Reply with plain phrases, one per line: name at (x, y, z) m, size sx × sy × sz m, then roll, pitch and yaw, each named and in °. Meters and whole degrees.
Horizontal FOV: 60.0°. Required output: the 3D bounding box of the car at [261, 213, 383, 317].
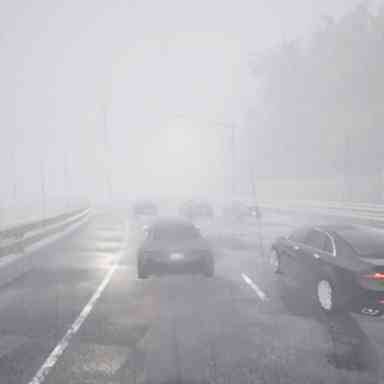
car at (3.178, 1.441, 7.380) m, size 1.837 × 1.490 × 4.892 m, roll 0°, pitch 0°, yaw -4°

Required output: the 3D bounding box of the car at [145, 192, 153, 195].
car at (-10.141, 0.832, 81.855) m, size 2.097 × 1.767 × 4.553 m, roll 0°, pitch 0°, yaw 14°

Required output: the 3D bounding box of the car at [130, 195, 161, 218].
car at (-4.182, 1.298, 28.386) m, size 1.882 × 1.535 × 5.008 m, roll 0°, pitch 0°, yaw -15°

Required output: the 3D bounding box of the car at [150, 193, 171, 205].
car at (-4.635, 1.234, 50.605) m, size 1.994 × 1.385 × 4.181 m, roll 0°, pitch 0°, yaw -20°

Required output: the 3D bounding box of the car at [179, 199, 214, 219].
car at (0.234, 1.315, 25.444) m, size 2.128 × 1.511 × 4.902 m, roll 0°, pitch 0°, yaw -14°

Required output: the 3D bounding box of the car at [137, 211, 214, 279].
car at (-0.573, 1.497, 9.966) m, size 1.994 × 1.385 × 4.181 m, roll 0°, pitch 0°, yaw -6°

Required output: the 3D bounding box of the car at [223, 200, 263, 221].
car at (3.826, 1.334, 25.422) m, size 1.812 × 1.442 × 4.674 m, roll 0°, pitch 0°, yaw -13°
